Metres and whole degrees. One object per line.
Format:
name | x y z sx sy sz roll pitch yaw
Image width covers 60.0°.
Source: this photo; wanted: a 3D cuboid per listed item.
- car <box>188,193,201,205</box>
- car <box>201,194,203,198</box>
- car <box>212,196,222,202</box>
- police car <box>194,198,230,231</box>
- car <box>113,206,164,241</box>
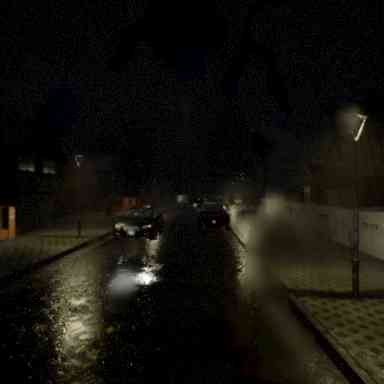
car | 0.708 1.195 57.825 2.150 2.045 5.566 0 0 7
car | 3.150 1.465 54.896 2.128 1.511 4.902 0 0 7
car | 5.595 1.448 73.468 1.895 1.301 4.718 0 0 9
police car | 1.311 1.408 20.747 1.930 1.638 5.238 0 0 3
car | -2.498 1.476 16.555 2.128 1.511 4.902 0 0 2
